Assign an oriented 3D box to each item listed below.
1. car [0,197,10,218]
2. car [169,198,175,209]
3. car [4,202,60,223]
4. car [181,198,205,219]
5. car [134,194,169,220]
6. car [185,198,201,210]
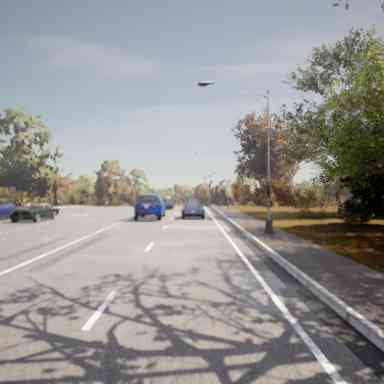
[{"bbox_3d":[-15.525,1.316,25.499,2.097,1.767,4.553,0,0,1],"label":"car"},{"bbox_3d":[-3.378,1.501,43.017,1.994,1.385,4.181,0,0,1],"label":"car"},{"bbox_3d":[-12.023,1.566,25.611,1.895,1.301,4.718,0,0,1],"label":"car"},{"bbox_3d":[0.100,1.527,28.722,1.994,1.385,4.181,0,0,0],"label":"car"},{"bbox_3d":[-3.409,1.188,27.608,2.150,2.045,5.566,0,0,0],"label":"car"},{"bbox_3d":[0.120,1.502,42.719,1.994,1.385,4.181,0,0,0],"label":"car"}]
